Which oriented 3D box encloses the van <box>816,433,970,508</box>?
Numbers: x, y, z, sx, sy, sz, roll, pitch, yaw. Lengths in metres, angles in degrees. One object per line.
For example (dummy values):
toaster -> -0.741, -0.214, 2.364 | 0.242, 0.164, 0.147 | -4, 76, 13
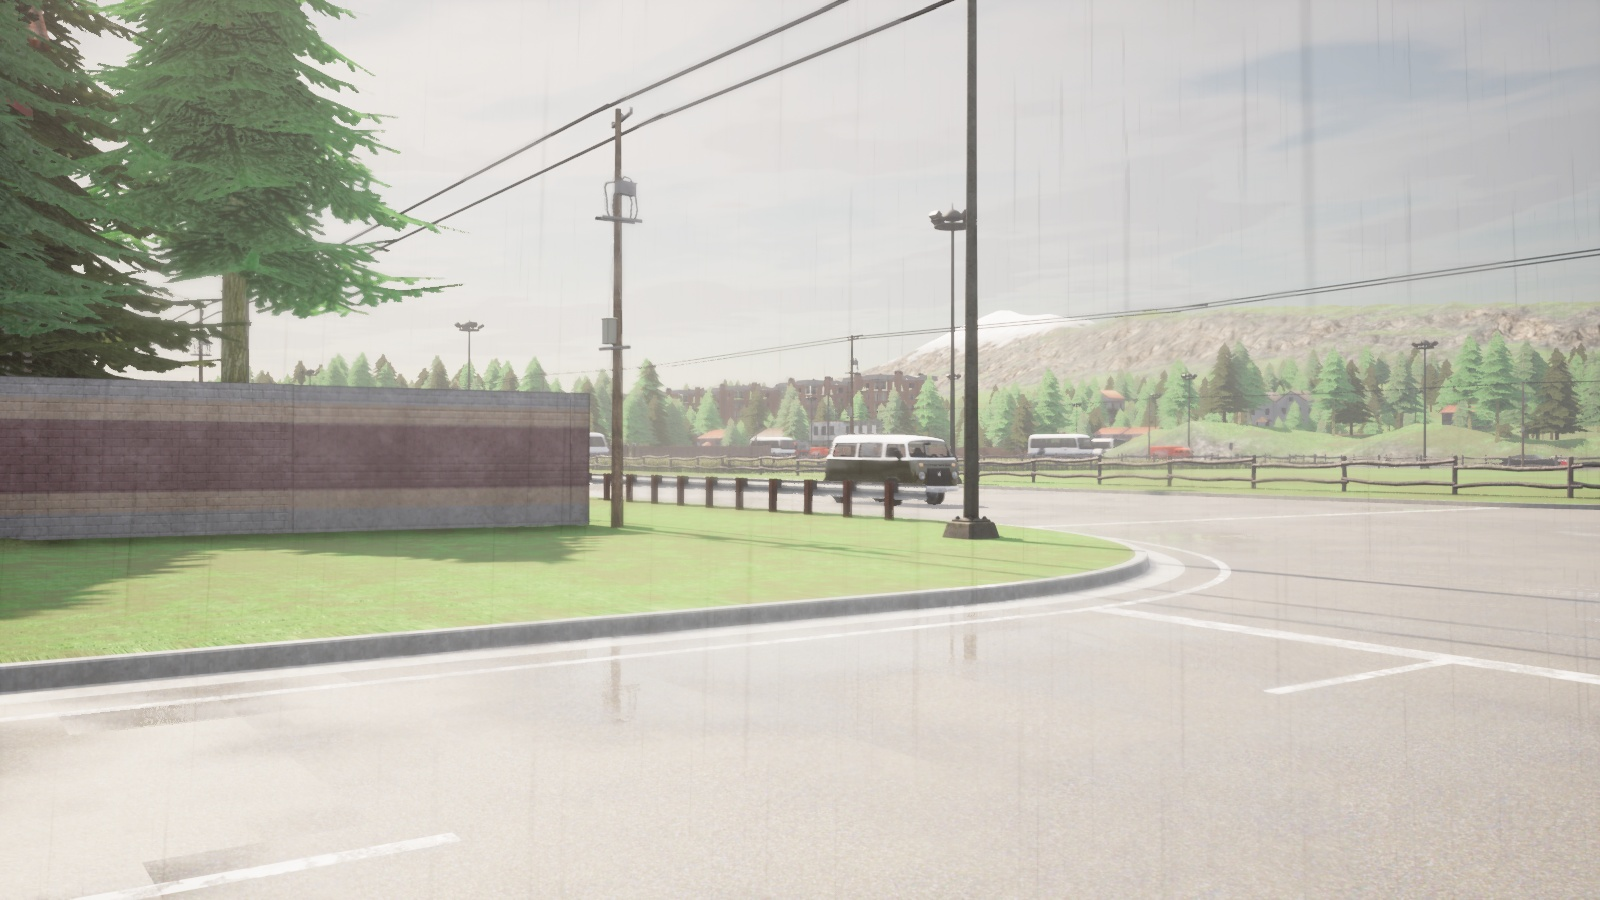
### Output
van -> 2.632, 0.550, 36.504 | 2.069, 2.038, 4.480 | 0, 0, -35
